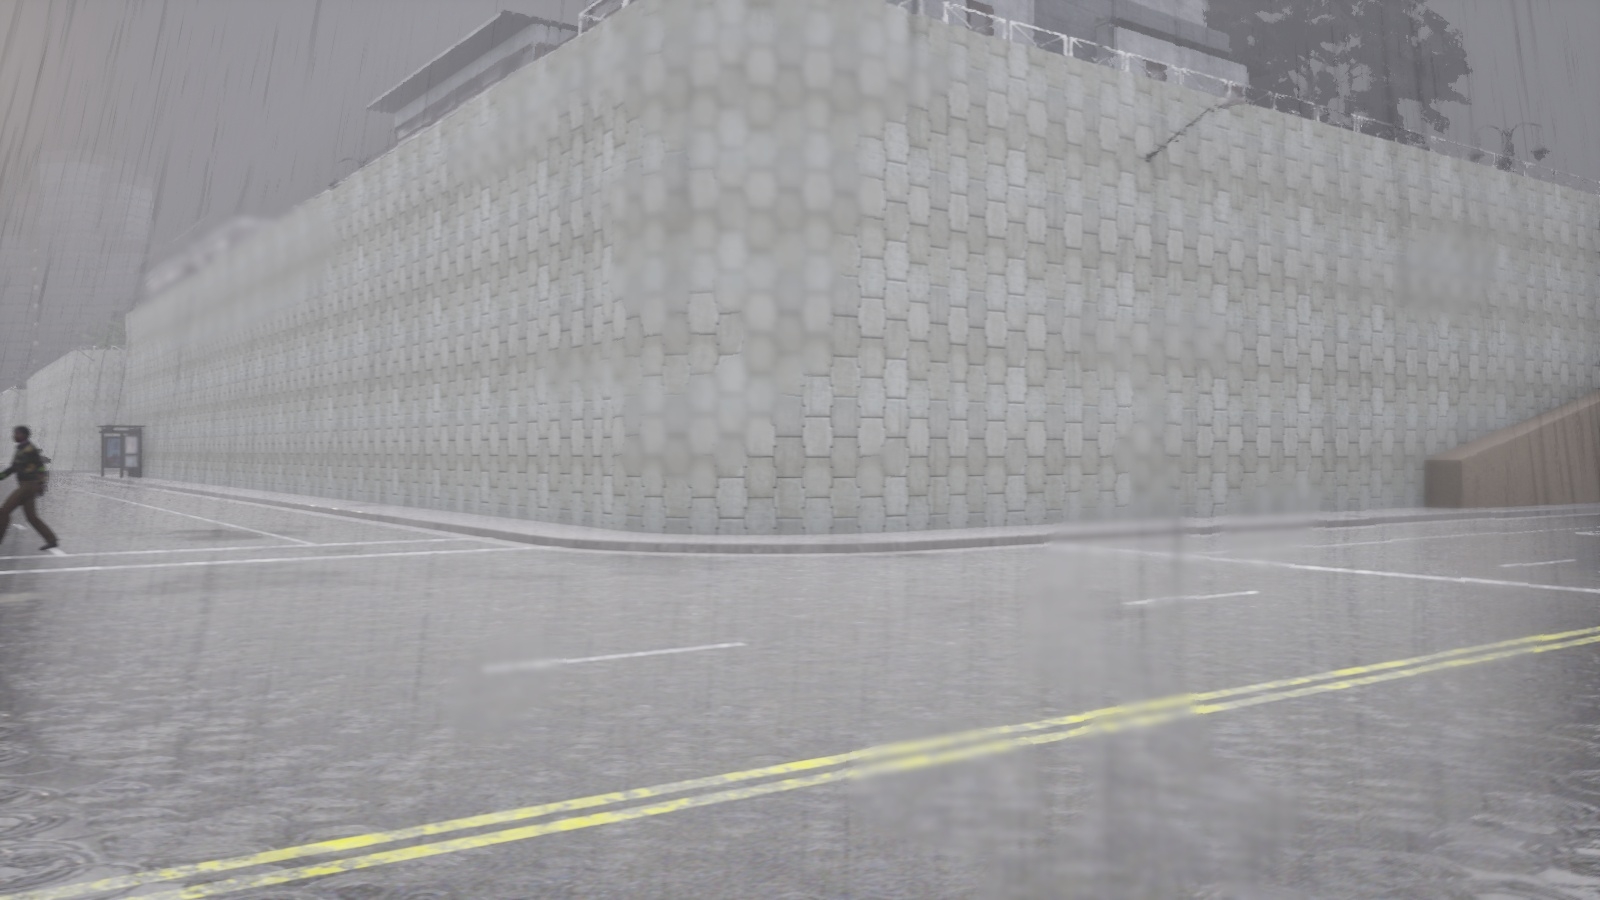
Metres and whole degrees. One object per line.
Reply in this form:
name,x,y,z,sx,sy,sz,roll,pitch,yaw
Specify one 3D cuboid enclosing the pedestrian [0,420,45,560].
pedestrian,-11.070,0.557,17.659,0.395,1.930,0.692,0,0,44
